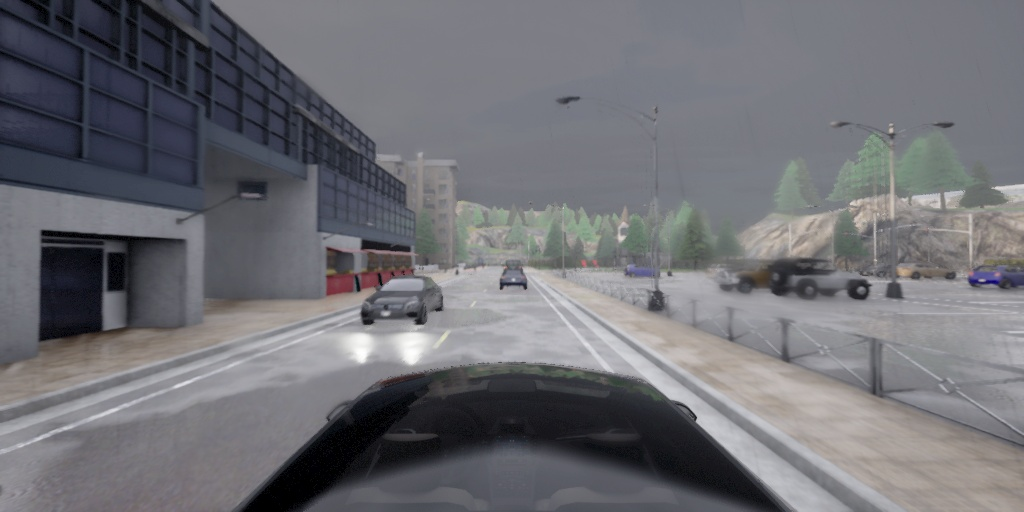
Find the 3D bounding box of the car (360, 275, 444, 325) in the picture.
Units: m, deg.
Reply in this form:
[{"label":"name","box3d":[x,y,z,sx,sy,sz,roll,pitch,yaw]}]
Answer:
[{"label":"car","box3d":[-3.584,1.406,12.514,1.812,1.442,4.674,0,-1,0]}]

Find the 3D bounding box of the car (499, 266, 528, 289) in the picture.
[{"label":"car","box3d":[0.101,1.608,26.206,1.994,1.385,4.181,0,-1,0]}]

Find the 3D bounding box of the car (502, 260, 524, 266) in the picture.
[{"label":"car","box3d":[0.097,1.418,38.732,2.150,2.045,5.566,0,-1,0]}]
